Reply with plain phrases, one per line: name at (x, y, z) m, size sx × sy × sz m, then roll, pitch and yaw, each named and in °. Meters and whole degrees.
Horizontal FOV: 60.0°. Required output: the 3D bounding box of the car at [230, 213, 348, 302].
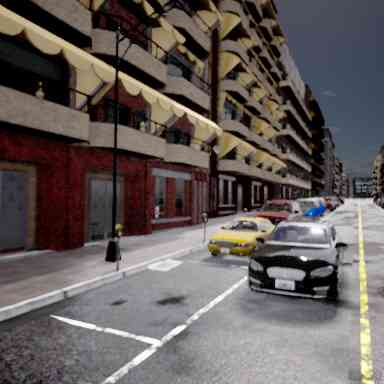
car at (2.878, 1.526, 8.602) m, size 2.128 × 1.511 × 4.902 m, roll 0°, pitch 0°, yaw 26°

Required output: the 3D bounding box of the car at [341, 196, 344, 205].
car at (24.561, 1.871, 57.434) m, size 1.947 × 1.339 × 4.313 m, roll 1°, pitch 0°, yaw 27°

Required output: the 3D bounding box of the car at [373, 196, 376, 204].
car at (38.993, 1.991, 68.687) m, size 1.802 × 1.307 × 4.206 m, roll 1°, pitch 0°, yaw 27°

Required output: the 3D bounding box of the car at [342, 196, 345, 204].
car at (32.012, 1.735, 72.257) m, size 2.192 × 1.841 × 5.009 m, roll 1°, pitch 0°, yaw 27°

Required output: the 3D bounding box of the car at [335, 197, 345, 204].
car at (34.489, 2.007, 77.201) m, size 1.887 × 1.381 × 4.507 m, roll 1°, pitch 0°, yaw 27°

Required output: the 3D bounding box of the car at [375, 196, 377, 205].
car at (34.031, 1.771, 58.801) m, size 1.967 × 1.590 × 4.097 m, roll 1°, pitch 0°, yaw 27°

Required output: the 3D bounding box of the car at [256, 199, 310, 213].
car at (4.710, 1.388, 17.895) m, size 2.192 × 1.841 × 5.009 m, roll 2°, pitch 1°, yaw 27°

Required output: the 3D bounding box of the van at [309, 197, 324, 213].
van at (9.672, 1.462, 27.777) m, size 1.690 × 1.788 × 3.998 m, roll 2°, pitch 0°, yaw 27°

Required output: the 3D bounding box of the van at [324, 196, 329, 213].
van at (12.155, 1.489, 32.721) m, size 1.690 × 1.788 × 3.998 m, roll 2°, pitch 0°, yaw 27°

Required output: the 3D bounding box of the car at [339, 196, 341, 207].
car at (19.602, 1.553, 47.546) m, size 2.192 × 1.841 × 5.009 m, roll 2°, pitch 0°, yaw 27°

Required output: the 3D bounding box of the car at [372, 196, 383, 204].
car at (43.964, 1.810, 78.572) m, size 2.192 × 1.841 × 5.009 m, roll 1°, pitch 0°, yaw 27°

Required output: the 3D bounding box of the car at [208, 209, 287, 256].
car at (2.145, 1.577, 12.802) m, size 1.752 × 1.417 × 4.829 m, roll 2°, pitch 1°, yaw 27°

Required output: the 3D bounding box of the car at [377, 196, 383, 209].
car at (29.069, 1.575, 48.914) m, size 2.192 × 1.841 × 5.009 m, roll 1°, pitch 0°, yaw 27°

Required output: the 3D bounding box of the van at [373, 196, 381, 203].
van at (46.446, 1.883, 83.515) m, size 1.690 × 1.788 × 3.998 m, roll 1°, pitch 0°, yaw 27°

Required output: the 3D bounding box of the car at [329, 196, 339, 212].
car at (17.120, 1.522, 42.605) m, size 2.192 × 1.841 × 5.009 m, roll 2°, pitch 0°, yaw 27°
